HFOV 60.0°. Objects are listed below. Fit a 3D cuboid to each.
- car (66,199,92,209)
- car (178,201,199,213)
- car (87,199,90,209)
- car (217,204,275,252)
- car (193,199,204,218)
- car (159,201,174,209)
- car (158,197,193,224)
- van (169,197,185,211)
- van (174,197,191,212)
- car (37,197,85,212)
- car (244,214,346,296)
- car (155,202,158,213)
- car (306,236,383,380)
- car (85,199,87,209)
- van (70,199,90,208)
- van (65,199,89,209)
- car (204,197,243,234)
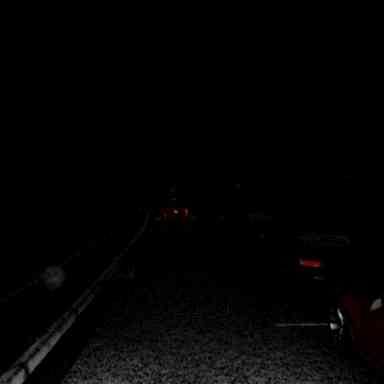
[{"bbox_3d":[-25.785,2.682,75.990,5.566,2.045,2.435,0,-1,-17],"label":"car"},{"bbox_3d":[-0.490,1.842,41.593,2.002,1.452,4.674,0,-1,-9],"label":"car"},{"bbox_3d":[-19.964,2.301,55.085,4.892,1.521,2.231,0,-2,-13],"label":"car"},{"bbox_3d":[2.585,1.478,13.944,2.231,1.521,4.892,0,0,-3],"label":"car"},{"bbox_3d":[0.346,1.732,36.114,2.002,1.452,4.674,0,-1,-8],"label":"car"},{"bbox_3d":[-4.878,2.424,63.301,2.097,1.535,5.008,0,-2,-13],"label":"car"},{"bbox_3d":[-1.353,1.424,25.612,2.097,1.767,4.553,0,0,-6],"label":"car"},{"bbox_3d":[-2.483,1.866,52.626,1.878,1.987,4.442,0,-2,-11],"label":"van"},{"bbox_3d":[-1.429,1.712,47.190,1.878,1.987,4.442,0,-1,-10],"label":"van"},{"bbox_3d":[-17.669,1.706,44.284,5.566,2.045,2.435,0,-1,-10],"label":"car"},{"bbox_3d":[2.842,1.516,8.529,2.002,1.452,4.674,0,0,-2],"label":"car"},{"bbox_3d":[-3.697,1.841,42.823,1.882,1.535,5.008,0,-1,-9],"label":"car"},{"bbox_3d":[2.985,1.506,3.011,2.163,1.488,4.792,0,0,0],"label":"car"},{"bbox_3d":[-18.730,2.148,49.636,4.792,1.488,2.163,0,-2,-11],"label":"car"},{"bbox_3d":[-26.491,2.776,78.645,4.442,1.987,1.878,0,-1,-18],"label":"van"},{"bbox_3d":[-23.524,2.487,68.262,4.442,1.987,1.878,0,-2,-16],"label":"van"},{"bbox_3d":[2.192,1.372,19.567,2.185,1.767,4.553,0,0,-4],"label":"car"}]
